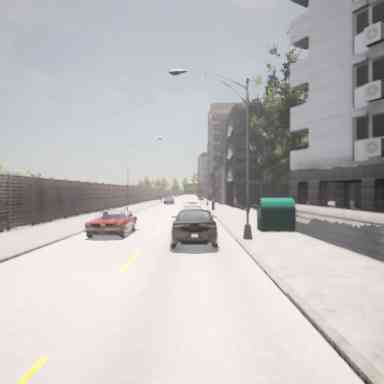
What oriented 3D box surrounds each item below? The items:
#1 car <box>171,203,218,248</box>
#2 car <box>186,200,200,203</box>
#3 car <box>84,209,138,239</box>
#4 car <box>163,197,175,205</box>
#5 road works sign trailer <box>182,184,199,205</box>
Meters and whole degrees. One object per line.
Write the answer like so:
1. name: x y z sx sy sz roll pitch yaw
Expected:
1. car: 0.094 1.483 14.885 1.882 1.535 5.008 0 0 0
2. car: 0.073 1.538 33.709 1.812 1.442 4.674 0 0 0
3. car: -4.107 1.607 17.506 1.895 1.301 4.718 0 0 0
4. car: -4.054 1.570 59.700 2.033 1.411 5.357 0 0 1
5. road works sign trailer: -0.021 0.484 52.815 2.380 3.560 2.880 0 0 0
